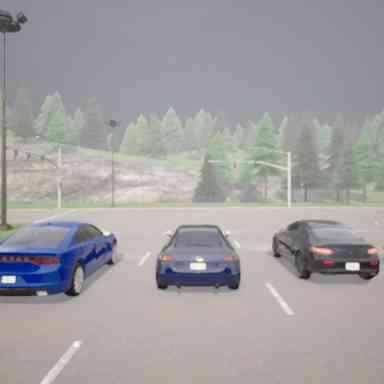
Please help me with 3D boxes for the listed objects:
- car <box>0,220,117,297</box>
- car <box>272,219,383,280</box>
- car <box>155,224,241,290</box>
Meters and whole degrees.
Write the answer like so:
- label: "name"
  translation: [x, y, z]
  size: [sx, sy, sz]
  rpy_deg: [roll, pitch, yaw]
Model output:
- label: "car"
  translation: [-3.337, 1.473, 8.647]
  size: [1.882, 1.535, 5.008]
  rpy_deg: [0, 0, 1]
- label: "car"
  translation: [3.693, 1.526, 9.875]
  size: [1.812, 1.442, 4.674]
  rpy_deg: [0, 0, 1]
- label: "car"
  translation: [0.175, 1.562, 9.142]
  size: [1.994, 1.385, 4.181]
  rpy_deg: [0, 0, 1]
